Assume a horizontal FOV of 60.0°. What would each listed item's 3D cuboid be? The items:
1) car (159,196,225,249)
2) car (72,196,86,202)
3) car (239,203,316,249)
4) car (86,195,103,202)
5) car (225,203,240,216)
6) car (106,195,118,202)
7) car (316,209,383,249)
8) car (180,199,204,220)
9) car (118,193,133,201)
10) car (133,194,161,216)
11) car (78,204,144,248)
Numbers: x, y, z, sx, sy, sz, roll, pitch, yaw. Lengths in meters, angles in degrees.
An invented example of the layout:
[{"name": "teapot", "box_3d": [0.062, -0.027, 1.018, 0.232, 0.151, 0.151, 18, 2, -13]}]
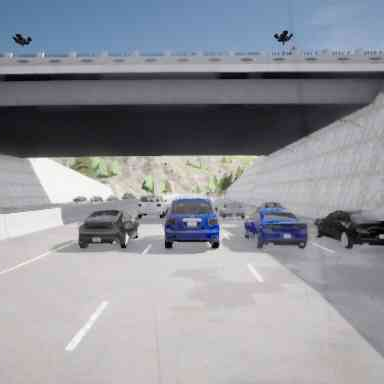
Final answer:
[{"name": "car", "box_3d": [0.000, 1.255, 14.680, 2.150, 2.045, 5.566, 0, 0, 0]}, {"name": "car", "box_3d": [-24.469, 1.492, 72.935, 2.033, 1.411, 5.357, 0, 0, 0]}, {"name": "car", "box_3d": [3.500, 1.482, 14.650, 1.882, 1.535, 5.008, 0, 0, 0]}, {"name": "car", "box_3d": [-20.969, 1.477, 72.931, 2.128, 1.511, 4.902, 0, 0, 0]}, {"name": "car", "box_3d": [3.500, 1.614, 29.680, 1.895, 1.301, 4.718, 0, 0, 0]}, {"name": "car", "box_3d": [-17.469, 1.477, 72.927, 1.812, 1.442, 4.674, 0, 0, 0]}, {"name": "car", "box_3d": [7.000, 1.482, 14.650, 1.882, 1.535, 5.008, 0, 0, 0]}, {"name": "car", "box_3d": [0.000, 1.482, 29.650, 1.882, 1.535, 5.008, 0, 0, 0]}, {"name": "car", "box_3d": [-13.969, 1.178, 72.893, 2.150, 2.045, 5.566, 0, 0, 0]}, {"name": "car", "box_3d": [-3.500, 1.255, 29.680, 2.150, 2.045, 5.566, 0, 0, 0]}, {"name": "car", "box_3d": [-3.500, 1.513, 14.650, 1.837, 1.490, 4.892, 0, 0, 0]}]
